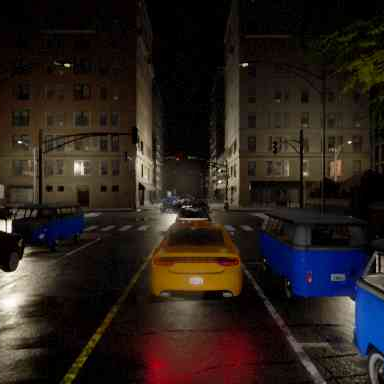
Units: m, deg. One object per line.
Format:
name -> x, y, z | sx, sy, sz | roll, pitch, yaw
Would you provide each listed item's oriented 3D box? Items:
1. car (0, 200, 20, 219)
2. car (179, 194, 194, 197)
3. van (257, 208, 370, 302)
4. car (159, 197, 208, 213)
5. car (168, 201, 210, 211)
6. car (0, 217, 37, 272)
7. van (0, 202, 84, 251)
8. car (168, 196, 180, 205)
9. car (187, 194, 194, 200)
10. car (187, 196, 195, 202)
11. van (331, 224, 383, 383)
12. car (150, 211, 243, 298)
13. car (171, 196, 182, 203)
car -> -17.904, 1.487, 28.880 | 4.902, 1.511, 2.128 | 0, 0, -1
car -> 0.463, 1.342, 41.036 | 2.097, 1.767, 4.553 | 1, 0, -23
van -> 2.704, 1.340, 7.989 | 1.690, 1.788, 3.998 | 0, 0, 0
car -> -0.722, 1.476, 32.487 | 4.902, 1.511, 2.128 | 0, 0, -1
car -> 0.074, 1.486, 17.995 | 2.128, 1.511, 4.902 | 0, 0, 0
car -> -5.823, 1.544, 8.016 | 1.887, 1.381, 4.507 | 0, 0, 0
van -> -5.798, 1.338, 13.676 | 1.690, 1.788, 3.998 | 0, 0, 0
car -> -3.129, 1.461, 59.137 | 1.882, 1.535, 5.008 | 0, 0, 0
car -> -0.317, 1.321, 88.806 | 1.837, 1.490, 4.892 | 0, 0, -1
car -> -0.228, 1.572, 78.833 | 1.895, 1.301, 4.718 | 0, 0, -1
van -> 2.679, 1.341, 2.331 | 1.690, 1.788, 3.998 | 0, 0, 0
car -> 0.113, 1.477, 8.576 | 1.882, 1.535, 5.008 | 0, 0, 1
car -> -3.148, 1.522, 69.727 | 2.033, 1.411, 5.357 | 0, 0, -1
